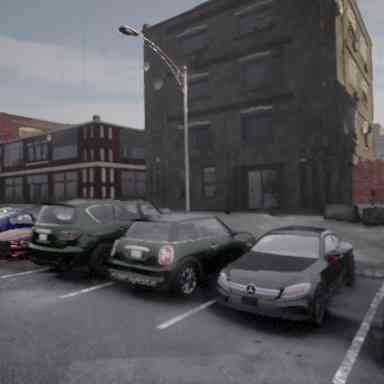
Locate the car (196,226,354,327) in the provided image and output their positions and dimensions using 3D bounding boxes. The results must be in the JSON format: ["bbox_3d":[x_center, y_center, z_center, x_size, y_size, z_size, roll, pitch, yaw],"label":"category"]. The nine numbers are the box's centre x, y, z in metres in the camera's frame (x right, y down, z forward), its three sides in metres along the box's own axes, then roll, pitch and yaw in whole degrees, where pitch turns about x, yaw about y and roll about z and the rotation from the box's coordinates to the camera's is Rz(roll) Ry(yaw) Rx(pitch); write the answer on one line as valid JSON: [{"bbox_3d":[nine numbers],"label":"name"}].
[{"bbox_3d":[2.294,1.518,7.321,2.002,1.452,4.674,0,0,35],"label":"car"}]

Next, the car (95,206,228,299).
[{"bbox_3d":[0.029,1.352,8.891,2.185,1.767,4.553,0,0,35],"label":"car"}]

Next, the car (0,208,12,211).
[{"bbox_3d":[-6.688,1.499,13.710,2.097,1.535,5.008,0,0,35],"label":"car"}]

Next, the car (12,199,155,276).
[{"bbox_3d":[-2.180,1.230,10.539,2.435,2.045,5.566,0,0,35],"label":"car"}]

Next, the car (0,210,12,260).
[{"bbox_3d":[-4.438,1.488,12.118,2.097,1.535,5.008,0,0,35],"label":"car"}]
